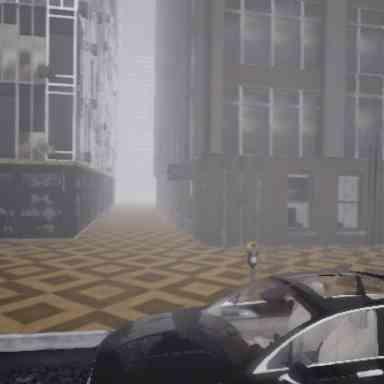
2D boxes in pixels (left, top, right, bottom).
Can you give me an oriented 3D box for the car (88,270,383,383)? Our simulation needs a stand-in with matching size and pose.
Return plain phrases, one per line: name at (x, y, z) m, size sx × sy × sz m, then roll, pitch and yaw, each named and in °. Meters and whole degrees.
car at (1.243, 1.534, 3.272) m, size 4.403 × 1.369 × 2.008 m, roll 1°, pitch 0°, yaw -10°
